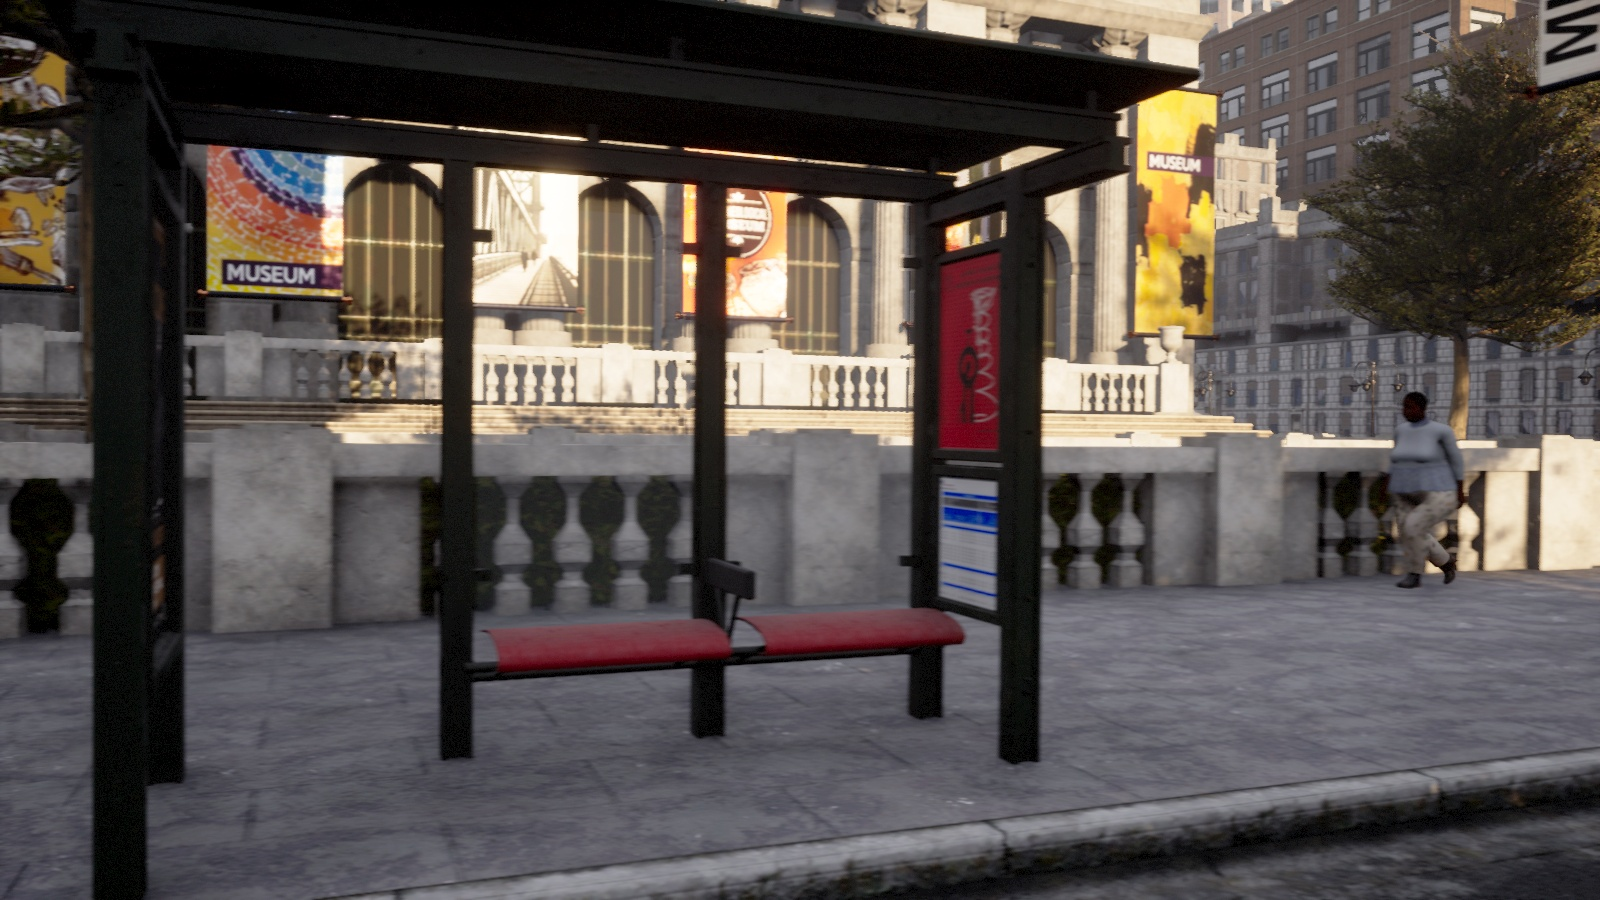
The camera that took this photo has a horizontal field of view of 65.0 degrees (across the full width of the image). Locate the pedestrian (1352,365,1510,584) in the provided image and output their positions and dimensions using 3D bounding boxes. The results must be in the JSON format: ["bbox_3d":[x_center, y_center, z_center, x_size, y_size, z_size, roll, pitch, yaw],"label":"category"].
[{"bbox_3d":[5.602,0.193,11.181,0.900,1.855,0.874,-1,1,-21],"label":"pedestrian"}]
